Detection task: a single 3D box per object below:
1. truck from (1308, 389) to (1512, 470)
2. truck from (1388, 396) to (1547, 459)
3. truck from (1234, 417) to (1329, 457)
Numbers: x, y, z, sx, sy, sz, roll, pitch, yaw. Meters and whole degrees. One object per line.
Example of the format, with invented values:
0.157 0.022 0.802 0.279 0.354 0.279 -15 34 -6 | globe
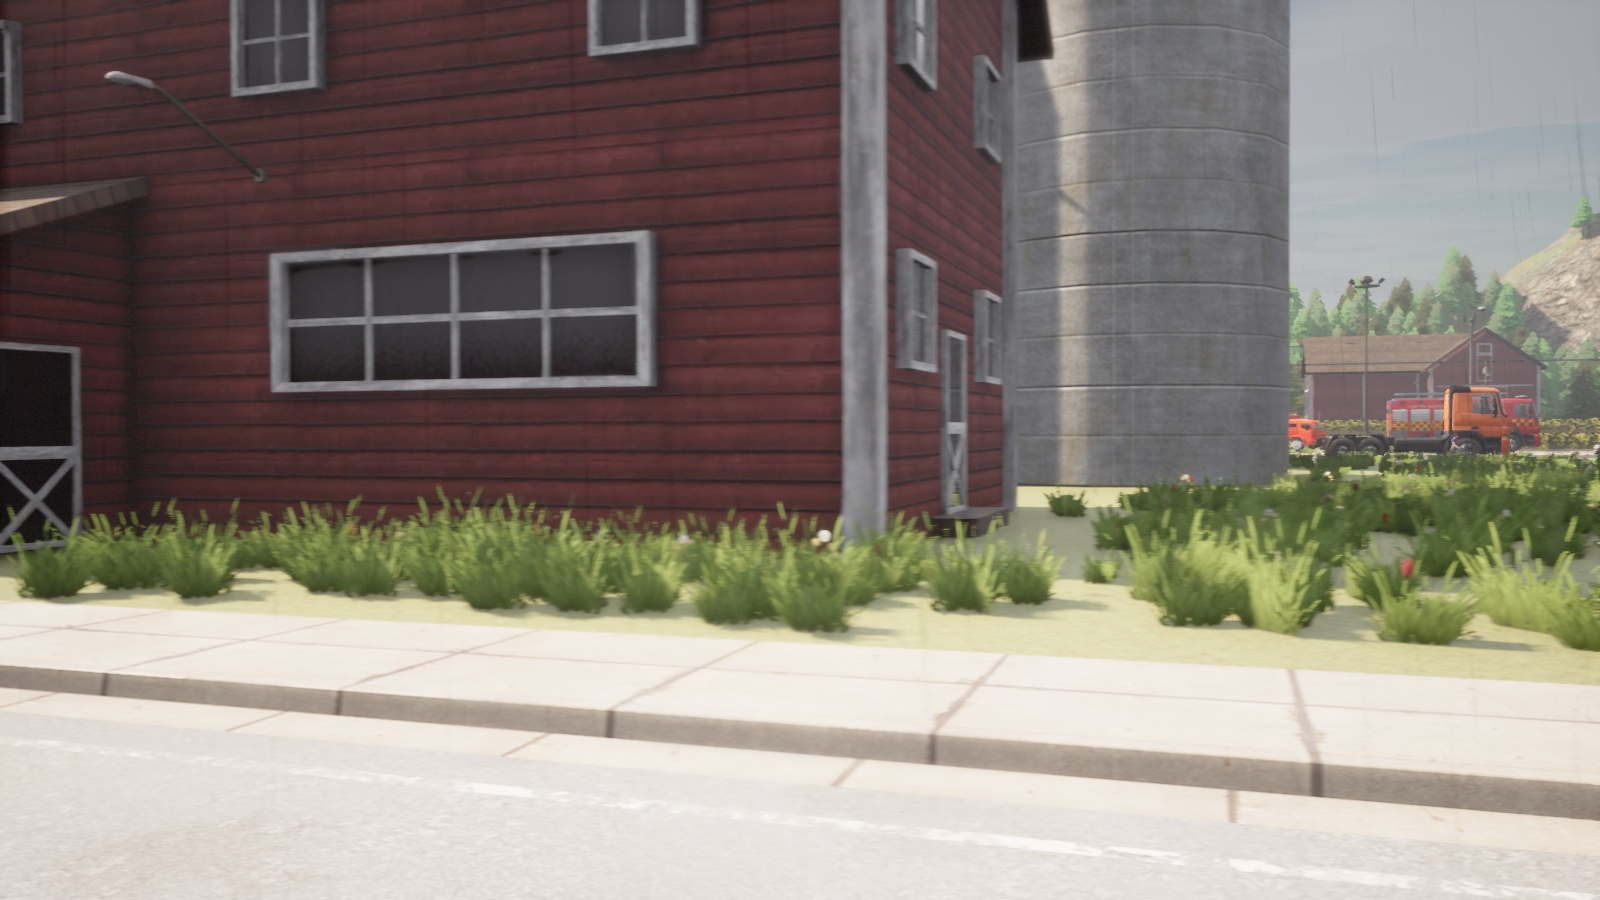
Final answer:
27.317 -0.933 56.667 7.936 3.462 2.891 1 1 19 | truck
41.866 -1.419 79.101 8.468 3.827 2.891 0 1 20 | truck
31.973 -0.867 83.478 2.627 2.467 5.204 0 2 -45 | truck
